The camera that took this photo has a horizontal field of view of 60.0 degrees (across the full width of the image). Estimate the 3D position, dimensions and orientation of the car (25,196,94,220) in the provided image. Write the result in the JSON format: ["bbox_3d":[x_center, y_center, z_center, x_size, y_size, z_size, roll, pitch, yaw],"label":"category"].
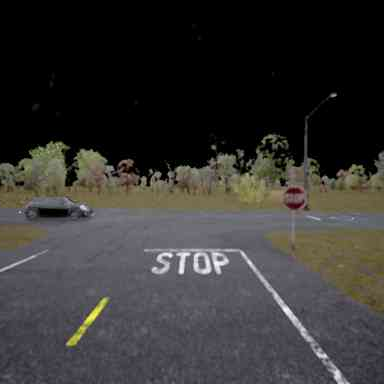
[{"bbox_3d":[-9.538,1.071,24.226,4.553,1.767,2.097,1,1,0],"label":"car"}]
